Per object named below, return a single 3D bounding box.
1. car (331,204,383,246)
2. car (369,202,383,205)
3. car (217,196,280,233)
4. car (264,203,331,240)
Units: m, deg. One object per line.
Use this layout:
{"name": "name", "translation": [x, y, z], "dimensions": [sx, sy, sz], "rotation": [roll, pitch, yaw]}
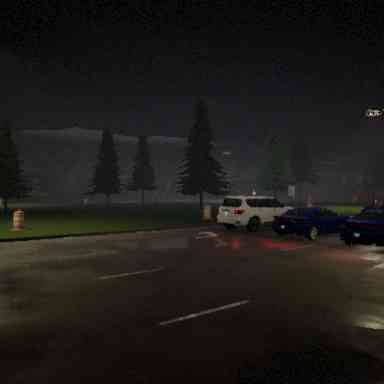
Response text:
{"name": "car", "translation": [8.269, 1.482, 14.066], "dimensions": [5.008, 1.535, 1.882], "rotation": [0, 0, -35]}
{"name": "car", "translation": [16.327, 1.569, 28.600], "dimensions": [4.181, 1.385, 1.994], "rotation": [0, 0, -35]}
{"name": "car", "translation": [4.080, 1.255, 19.990], "dimensions": [5.566, 2.045, 2.150], "rotation": [0, 0, -35]}
{"name": "car", "translation": [6.236, 1.482, 16.916], "dimensions": [5.008, 1.535, 1.882], "rotation": [0, 0, -35]}
